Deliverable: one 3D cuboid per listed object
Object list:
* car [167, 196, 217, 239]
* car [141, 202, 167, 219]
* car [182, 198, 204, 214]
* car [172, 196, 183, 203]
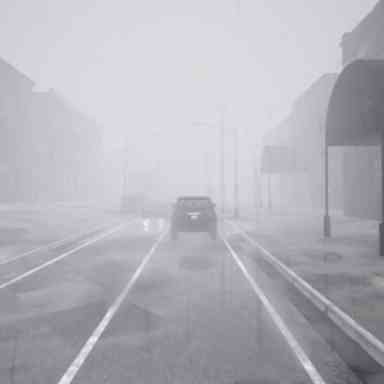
[{"bbox_3d":[0.099,1.193,17.306,2.150,2.045,5.566,0,0,0],"label":"car"},{"bbox_3d":[-3.097,1.532,28.488,1.994,1.385,4.181,0,0,0],"label":"car"},{"bbox_3d":[0.099,1.469,35.652,2.128,1.511,4.902,0,0,0],"label":"car"},{"bbox_3d":[-3.002,1.622,69.559,1.994,1.385,4.181,0,0,0],"label":"car"}]
